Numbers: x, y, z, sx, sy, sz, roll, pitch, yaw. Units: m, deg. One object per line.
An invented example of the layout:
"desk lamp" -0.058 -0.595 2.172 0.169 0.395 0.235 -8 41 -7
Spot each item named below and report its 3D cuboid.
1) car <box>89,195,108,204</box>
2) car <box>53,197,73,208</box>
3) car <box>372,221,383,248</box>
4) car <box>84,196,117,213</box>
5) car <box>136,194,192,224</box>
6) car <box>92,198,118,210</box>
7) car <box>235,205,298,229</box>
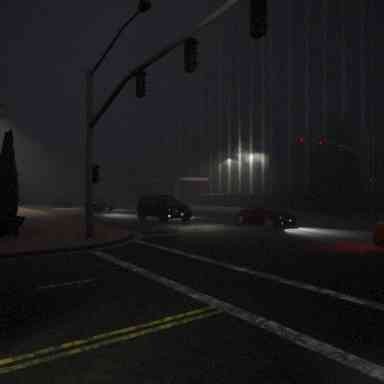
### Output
"car" -18.643 1.469 66.247 1.882 1.535 5.008 0 0 -36
"car" -18.829 1.500 48.350 1.837 1.490 4.892 0 0 -36
"car" 8.598 1.472 10.755 1.882 1.535 5.008 0 0 -37
"car" -10.293 1.484 36.538 2.128 1.511 4.902 0 0 -36
"car" -2.287 1.216 25.492 2.150 2.045 5.566 0 0 -35
"car" -11.666 1.519 44.397 1.812 1.442 4.674 0 0 -36
"car" 4.795 1.558 21.783 1.994 1.385 4.181 0 0 -36
